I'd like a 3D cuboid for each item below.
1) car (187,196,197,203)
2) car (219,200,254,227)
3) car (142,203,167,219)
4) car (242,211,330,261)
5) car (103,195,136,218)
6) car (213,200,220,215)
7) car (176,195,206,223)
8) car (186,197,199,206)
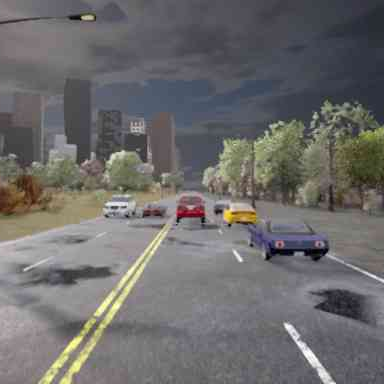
[{"bbox_3d":[0.031,1.600,74.534,2.128,1.511,4.902,0,0,0],"label":"car"},{"bbox_3d":[3.260,1.524,23.318,1.882,1.535,5.008,0,0,0],"label":"car"},{"bbox_3d":[-3.338,1.667,30.144,1.895,1.301,4.718,0,0,0],"label":"car"},{"bbox_3d":[3.258,1.620,12.344,1.895,1.301,4.718,0,0,0],"label":"car"},{"bbox_3d":[-6.588,1.289,30.924,2.150,2.045,5.566,0,0,0],"label":"car"},{"bbox_3d":[3.265,1.569,34.351,2.163,1.488,4.792,0,0,0],"label":"car"},{"bbox_3d":[-0.078,1.283,26.545,2.150,2.045,5.566,0,0,1],"label":"car"},{"bbox_3d":[0.109,1.574,57.067,2.128,1.511,4.902,0,0,0],"label":"car"}]
